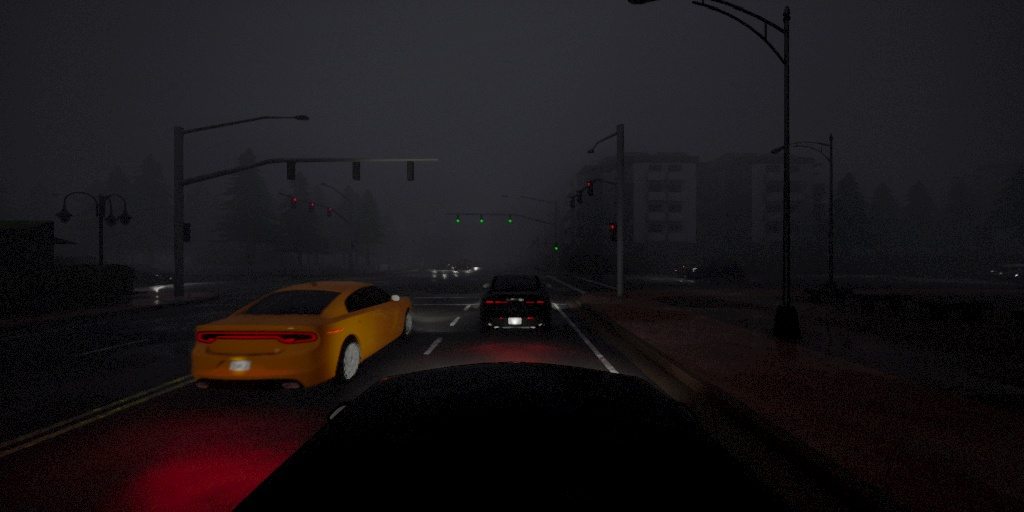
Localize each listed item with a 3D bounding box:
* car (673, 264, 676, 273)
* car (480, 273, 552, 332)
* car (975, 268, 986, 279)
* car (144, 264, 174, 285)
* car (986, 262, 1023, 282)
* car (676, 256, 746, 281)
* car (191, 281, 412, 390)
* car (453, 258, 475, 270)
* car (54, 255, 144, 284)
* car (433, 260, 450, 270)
[{"bbox_3d":[17.934,0.974,33.250,5.566,2.045,2.150,0,0,-1],"label":"car"},{"bbox_3d":[0.152,1.257,10.844,1.837,1.490,4.892,0,0,2],"label":"car"},{"bbox_3d":[41.462,1.244,29.141,4.902,1.511,2.128,0,0,24],"label":"car"},{"bbox_3d":[-26.289,1.279,25.102,4.674,1.442,1.812,0,0,-2],"label":"car"},{"bbox_3d":[39.724,0.974,26.164,5.566,2.045,2.150,0,0,24],"label":"car"},{"bbox_3d":[16.579,1.105,29.671,4.553,1.767,2.097,0,0,-1],"label":"car"},{"bbox_3d":[-3.434,1.228,7.033,1.882,1.535,5.008,0,0,0],"label":"car"},{"bbox_3d":[-6.920,1.107,51.142,2.097,1.767,4.553,0,0,0],"label":"car"},{"bbox_3d":[-26.226,0.973,21.581,5.566,2.045,2.150,0,0,-1],"label":"car"},{"bbox_3d":[-10.506,1.281,53.702,1.812,1.442,4.674,0,0,0],"label":"car"}]
